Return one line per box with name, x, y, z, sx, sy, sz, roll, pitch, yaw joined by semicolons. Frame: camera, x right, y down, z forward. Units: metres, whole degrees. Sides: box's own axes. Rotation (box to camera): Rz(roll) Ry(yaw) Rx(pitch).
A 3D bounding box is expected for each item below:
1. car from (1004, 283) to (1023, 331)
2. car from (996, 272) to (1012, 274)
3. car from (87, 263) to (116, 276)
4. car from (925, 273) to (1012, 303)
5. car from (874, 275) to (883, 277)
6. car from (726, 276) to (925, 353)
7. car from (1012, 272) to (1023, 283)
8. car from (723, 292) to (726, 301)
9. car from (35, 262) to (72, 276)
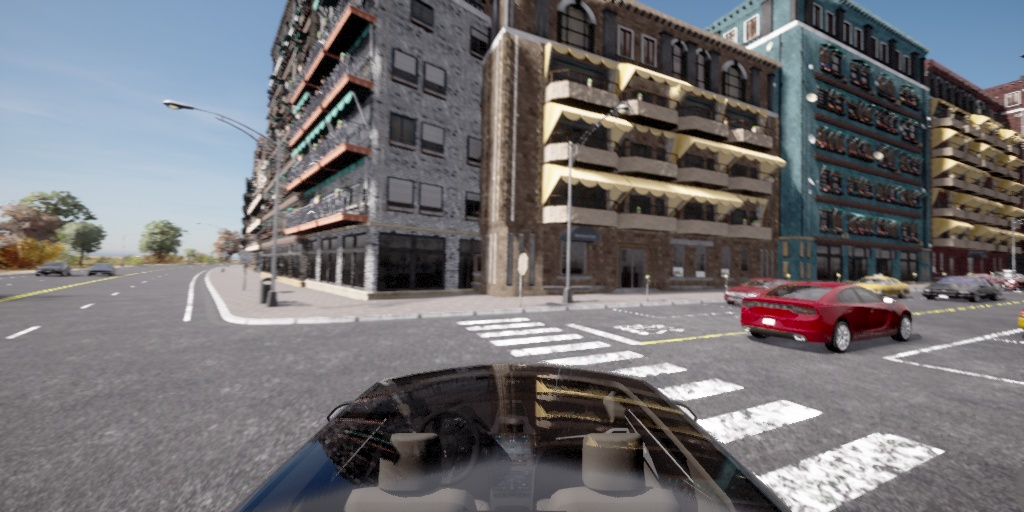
car;15.839;1.535;9.814;4.829;1.417;1.751;0;0;-24
car;37.484;2.137;28.697;4.507;1.381;1.888;0;0;-24
car;-46.958;1.563;41.179;2.033;1.411;5.357;3;-2;-43
car;26.168;1.879;20.791;5.357;1.411;2.033;1;-1;-24
car;22.163;1.849;21.831;4.829;1.417;1.751;0;0;-24
car;8.236;1.415;9.368;5.008;1.535;1.882;1;-1;-24
car;42.540;2.120;30.963;4.097;1.591;1.967;0;0;-24
car;12.206;1.724;17.368;4.207;1.307;1.802;0;0;-24
car;-48.667;1.390;38.191;1.837;1.490;4.892;3;-3;-42
